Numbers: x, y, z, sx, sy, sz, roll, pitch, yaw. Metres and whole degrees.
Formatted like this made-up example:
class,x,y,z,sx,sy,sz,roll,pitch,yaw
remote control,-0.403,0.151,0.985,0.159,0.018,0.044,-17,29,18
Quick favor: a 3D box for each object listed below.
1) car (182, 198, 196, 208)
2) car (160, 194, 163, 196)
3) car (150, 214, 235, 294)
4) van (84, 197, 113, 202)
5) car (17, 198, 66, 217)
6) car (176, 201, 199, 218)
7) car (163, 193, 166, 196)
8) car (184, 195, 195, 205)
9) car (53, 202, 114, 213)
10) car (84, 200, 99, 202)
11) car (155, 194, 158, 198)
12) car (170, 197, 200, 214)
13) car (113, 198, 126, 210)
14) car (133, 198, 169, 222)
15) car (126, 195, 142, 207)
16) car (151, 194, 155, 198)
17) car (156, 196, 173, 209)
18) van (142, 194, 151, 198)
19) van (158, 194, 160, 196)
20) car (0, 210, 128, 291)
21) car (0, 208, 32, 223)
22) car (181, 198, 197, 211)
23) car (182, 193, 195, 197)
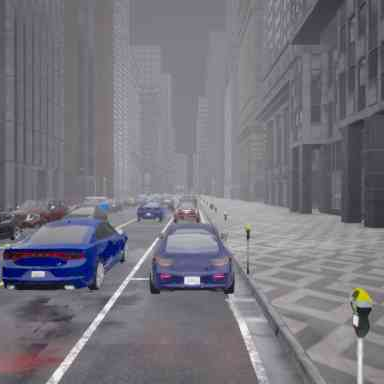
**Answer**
class,x,y,z,sx,sy,sz,roll,pitch,yaw
car,-0.385,1.565,47.899,1.947,1.339,4.313,0,0,0
car,-8.911,1.446,81.710,1.967,1.590,4.097,0,0,0
car,0.003,1.525,8.651,1.812,1.442,4.674,0,0,0
van,-8.911,1.340,30.980,1.690,1.788,3.998,0,0,0
car,-8.911,1.314,19.706,2.192,1.841,5.009,0,0,0
car,-0.385,1.565,30.990,1.947,1.339,4.313,0,0,0
car,-8.912,1.324,87.347,2.192,1.841,5.009,0,0,0
car,-0.386,1.439,59.171,1.967,1.590,4.097,0,0,0
car,-6.246,1.525,19.742,1.812,1.442,4.674,0,0,0
car,-8.910,1.544,25.344,1.887,1.381,4.507,0,0,0
car,-8.911,1.552,70.437,2.008,1.369,4.403,0,0,0
car,-0.386,1.439,25.353,1.967,1.590,4.097,0,0,0
car,-8.911,1.439,36.617,1.967,1.590,4.097,0,0,0
car,-3.146,1.476,26.668,1.882,1.535,5.008,0,0,0
car,-8.911,1.439,47.891,1.967,1.590,4.097,0,0,0
car,-8.911,1.525,64.631,1.752,1.417,4.829,0,0,0
car,-3.046,1.524,40.962,1.812,1.442,4.674,0,0,0
van,-8.911,1.340,59.164,1.690,1.788,3.998,0,0,0
van,-8.911,1.345,76.073,1.690,1.788,3.998,0,0,0
car,-3.046,1.477,9.061,1.882,1.535,5.008,0,0,0
car,-8.910,1.565,14.070,1.947,1.339,4.313,0,0,0
car,-0.385,1.543,42.263,1.887,1.381,4.507,0,0,0
car,-0.386,1.314,36.627,2.192,1.841,5.009,0,0,0
